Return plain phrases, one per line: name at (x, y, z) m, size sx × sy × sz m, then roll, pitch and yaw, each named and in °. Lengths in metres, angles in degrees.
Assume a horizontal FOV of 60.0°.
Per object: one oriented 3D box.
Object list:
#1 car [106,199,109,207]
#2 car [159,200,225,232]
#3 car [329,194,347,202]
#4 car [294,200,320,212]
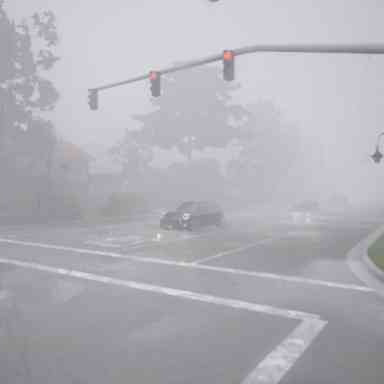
car at (-7.849, 1.036, 37.632) m, size 3.806 × 1.475 × 1.970 m, roll 0°, pitch 0°, yaw 36°
car at (0.103, 1.300, 19.730) m, size 2.097 × 1.767 × 4.553 m, roll 0°, pitch 0°, yaw 35°
car at (22.855, 1.017, 51.979) m, size 2.097 × 1.767 × 4.553 m, roll 0°, pitch 0°, yaw 35°
car at (13.367, 1.546, 38.626) m, size 1.895 × 1.301 × 4.718 m, roll 0°, pitch 0°, yaw 35°
